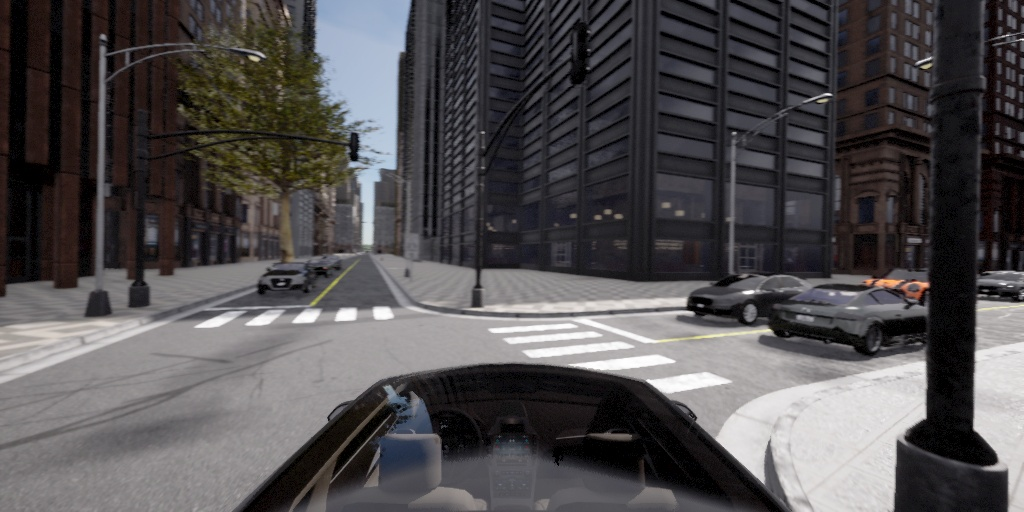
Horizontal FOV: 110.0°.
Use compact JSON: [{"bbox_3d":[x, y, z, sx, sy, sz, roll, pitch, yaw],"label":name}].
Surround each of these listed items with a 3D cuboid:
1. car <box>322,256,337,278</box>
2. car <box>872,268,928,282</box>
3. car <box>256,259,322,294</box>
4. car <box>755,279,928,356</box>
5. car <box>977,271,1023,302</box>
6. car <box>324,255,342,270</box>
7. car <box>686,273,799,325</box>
[{"bbox_3d":[-14.464,0.891,26.673,1.895,1.301,4.718,1,0,-22],"label":"car"},{"bbox_3d":[17.637,1.309,15.902,4.553,1.767,2.097,1,0,-22],"label":"car"},{"bbox_3d":[-10.710,0.992,17.347,1.994,1.385,4.181,1,0,-22],"label":"car"},{"bbox_3d":[8.477,1.402,8.845,4.181,1.385,1.994,1,0,-22],"label":"car"},{"bbox_3d":[27.128,1.602,19.743,4.892,1.490,1.837,1,0,-22],"label":"car"},{"bbox_3d":[-18.334,0.650,36.321,2.128,1.511,4.902,1,0,-22],"label":"car"},{"bbox_3d":[8.106,1.322,12.039,4.892,1.490,1.837,1,0,-22],"label":"car"}]
